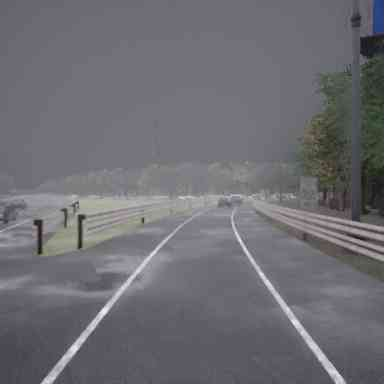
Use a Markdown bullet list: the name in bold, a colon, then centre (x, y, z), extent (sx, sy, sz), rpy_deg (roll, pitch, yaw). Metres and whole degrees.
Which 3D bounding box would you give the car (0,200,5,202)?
- **car**: centre (-31.932, 2.103, 55.064), extent (2.128, 1.511, 4.902), rpy_deg (0, -1, -19)

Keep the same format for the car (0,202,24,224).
- **car**: centre (-15.776, 1.844, 27.459), extent (2.033, 1.411, 5.357), rpy_deg (0, -1, -17)

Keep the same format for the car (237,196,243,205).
- **car**: centre (7.753, 1.509, 58.524), extent (2.128, 1.511, 4.902), rpy_deg (0, 0, 20)

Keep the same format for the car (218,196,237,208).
- **car**: centre (4.986, 1.534, 48.740), extent (1.837, 1.490, 4.892), rpy_deg (0, 0, 15)

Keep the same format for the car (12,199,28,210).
- **car**: centre (-27.346, 1.924, 52.673), extent (2.097, 1.767, 4.553), rpy_deg (0, -1, -18)
